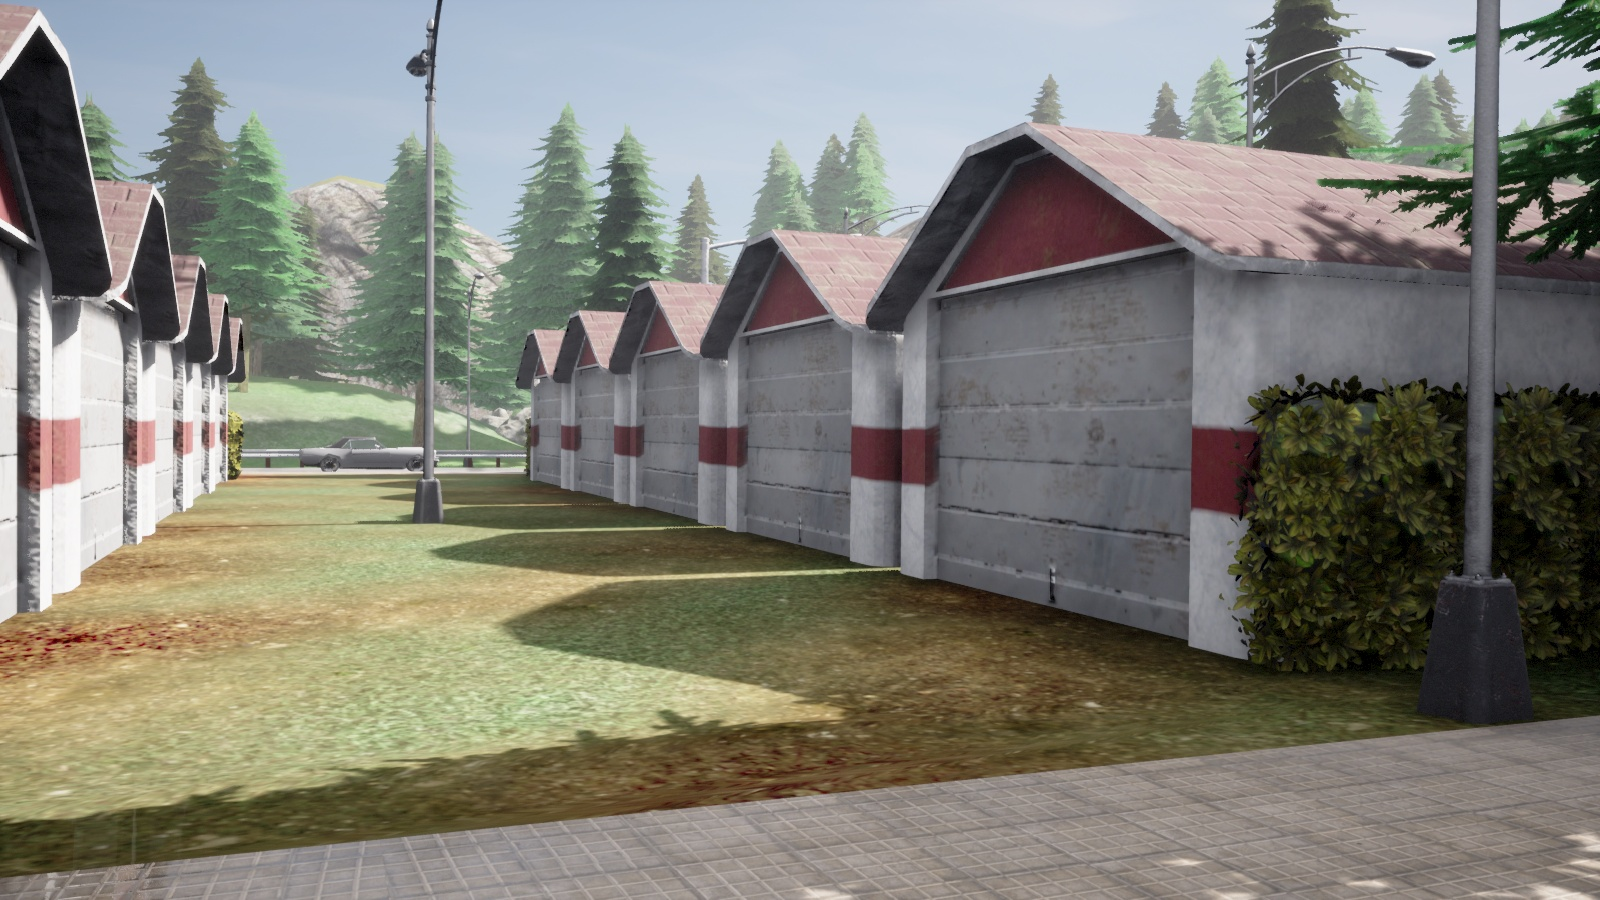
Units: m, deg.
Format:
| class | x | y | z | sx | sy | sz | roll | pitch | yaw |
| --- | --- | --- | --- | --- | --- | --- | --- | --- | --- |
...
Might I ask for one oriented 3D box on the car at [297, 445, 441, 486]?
| class | x | y | z | sx | sy | sz | roll | pitch | yaw |
| --- | --- | --- | --- | --- | --- | --- | --- | --- | --- |
| car | -15.294 | 0.516 | 44.639 | 4.718 | 1.301 | 1.895 | -1 | 1 | -20 |
